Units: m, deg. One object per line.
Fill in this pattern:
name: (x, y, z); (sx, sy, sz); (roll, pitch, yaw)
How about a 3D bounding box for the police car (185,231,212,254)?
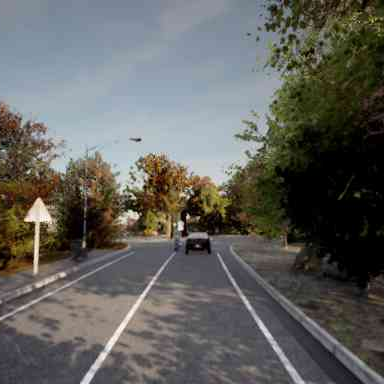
police car: (0.569, 3.886, 26.332); (1.930, 1.638, 5.238); (-1, -5, 4)
